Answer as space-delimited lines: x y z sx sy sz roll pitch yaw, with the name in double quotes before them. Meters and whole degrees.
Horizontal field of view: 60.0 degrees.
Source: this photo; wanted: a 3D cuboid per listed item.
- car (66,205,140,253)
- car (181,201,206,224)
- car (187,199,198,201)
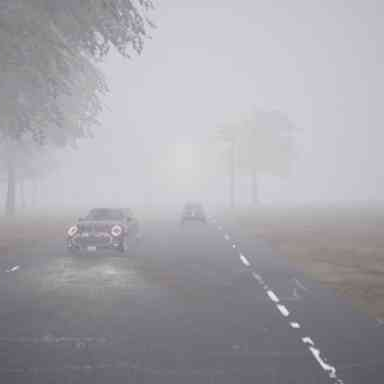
"car" -3.501 1.388 13.846 2.097 1.767 4.553 0 0 0
"car" 0.098 1.632 25.734 2.033 1.411 5.357 0 0 0
"car" 0.095 1.657 41.840 1.882 1.535 5.008 0 0 0
